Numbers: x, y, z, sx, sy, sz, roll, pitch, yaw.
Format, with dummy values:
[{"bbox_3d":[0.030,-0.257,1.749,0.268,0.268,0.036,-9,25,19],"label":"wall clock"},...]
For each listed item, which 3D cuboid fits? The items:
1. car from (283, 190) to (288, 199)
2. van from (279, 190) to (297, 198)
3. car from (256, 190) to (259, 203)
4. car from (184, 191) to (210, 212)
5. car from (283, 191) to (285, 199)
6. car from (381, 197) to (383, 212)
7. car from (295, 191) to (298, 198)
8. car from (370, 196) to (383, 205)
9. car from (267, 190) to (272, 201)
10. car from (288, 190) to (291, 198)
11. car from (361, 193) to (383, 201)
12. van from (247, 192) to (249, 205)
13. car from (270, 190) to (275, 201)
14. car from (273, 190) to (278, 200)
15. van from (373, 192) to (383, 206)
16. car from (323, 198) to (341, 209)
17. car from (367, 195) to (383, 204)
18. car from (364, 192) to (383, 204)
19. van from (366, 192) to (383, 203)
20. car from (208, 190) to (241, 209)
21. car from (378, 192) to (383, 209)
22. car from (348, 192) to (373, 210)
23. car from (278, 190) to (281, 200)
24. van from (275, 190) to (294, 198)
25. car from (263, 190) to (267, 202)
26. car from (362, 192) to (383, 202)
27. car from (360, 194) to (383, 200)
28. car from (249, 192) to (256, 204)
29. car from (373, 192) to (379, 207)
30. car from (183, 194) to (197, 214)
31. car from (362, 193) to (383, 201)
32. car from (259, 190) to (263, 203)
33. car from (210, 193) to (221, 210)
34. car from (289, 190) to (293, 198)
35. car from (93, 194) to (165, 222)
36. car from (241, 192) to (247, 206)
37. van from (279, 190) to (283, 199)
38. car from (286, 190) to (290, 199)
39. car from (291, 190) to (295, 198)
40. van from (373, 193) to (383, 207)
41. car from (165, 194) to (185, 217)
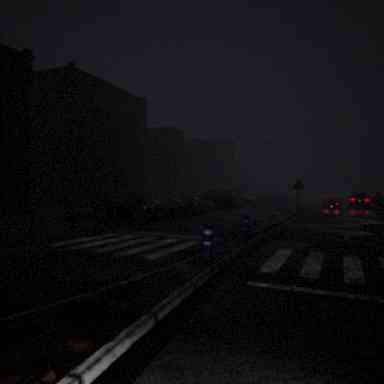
[{"bbox_3d":[16.913,0.843,70.824,5.366,1.575,1.946,1,1,24],"label":"car"},{"bbox_3d":[26.110,0.590,90.870,4.442,1.987,1.878,1,1,24],"label":"van"},{"bbox_3d":[6.781,0.842,48.171,4.553,1.767,2.185,1,1,24],"label":"car"},{"bbox_3d":[-1.156,0.977,30.573,4.553,1.767,2.185,1,1,24],"label":"car"},{"bbox_3d":[15.941,0.899,68.236,4.674,1.452,2.002,1,1,24],"label":"car"},{"bbox_3d":[23.459,1.460,35.616,5.366,1.575,1.946,1,1,24],"label":"car"},{"bbox_3d":[22.767,0.571,83.304,5.566,2.045,2.435,1,1,24],"label":"car"},{"bbox_3d":[31.408,1.375,53.508,4.674,1.452,2.002,1,1,24],"label":"car"},{"bbox_3d":[10.237,0.921,55.686,4.892,1.521,2.231,1,1,24],"label":"car"},{"bbox_3d":[19.337,0.865,75.779,4.792,1.488,2.163,1,1,24],"label":"car"},{"bbox_3d":[44.011,1.128,81.221,4.553,1.767,2.185,1,1,24],"label":"car"},{"bbox_3d":[4.634,0.783,43.089,4.442,1.987,1.878,1,1,24],"label":"van"},{"bbox_3d":[11.379,0.906,58.196,4.892,1.521,2.231,1,1,24],"label":"car"},{"bbox_3d":[12.521,0.893,60.706,4.892,1.521,2.231,1,1,24],"label":"car"},{"bbox_3d":[30.317,1.127,50.812,4.442,1.987,1.878,1,1,24],"label":"van"},{"bbox_3d":[17.623,1.382,41.722,1.895,1.301,4.718,1,1,25],"label":"car"},{"bbox_3d":[33.658,1.312,58.453,4.892,1.521,2.231,1,1,24],"label":"car"},{"bbox_3d":[34.796,1.048,60.989,5.566,2.045,2.435,1,1,24],"label":"car"},{"bbox_3d":[35.867,1.062,63.553,4.442,1.987,1.878,1,1,24],"label":"van"},{"bbox_3d":[2.218,0.794,38.129,5.566,2.045,2.435,1,1,24],"label":"car"},{"bbox_3d":[22.168,1.230,33.147,5.566,2.045,2.435,1,1,24],"label":"car"},{"bbox_3d":[20.781,1.065,41.397,2.150,2.045,5.566,1,1,25],"label":"car"},{"bbox_3d":[13.662,0.881,63.214,4.892,1.521,2.231,1,1,24],"label":"car"},{"bbox_3d":[23.828,0.592,85.851,4.442,1.987,1.878,1,1,24],"label":"van"},{"bbox_3d":[9.121,0.809,53.165,4.553,1.767,2.185,1,1,24],"label":"car"},{"bbox_3d":[38.253,1.022,68.573,5.566,2.045,2.435,1,1,24],"label":"car"},{"bbox_3d":[45.194,1.255,83.735,4.892,1.521,2.231,1,1,25],"label":"car"},{"bbox_3d":[5.660,0.987,45.653,5.008,1.535,2.097,1,1,24],"label":"car"},{"bbox_3d":[27.931,1.132,45.791,5.566,2.045,2.435,1,1,24],"label":"car"},{"bbox_3d":[-2.327,1.155,28.077,4.674,1.452,2.002,1,1,24],"label":"car"},{"bbox_3d":[42.858,1.130,78.691,4.553,1.767,2.185,1,1,24],"label":"car"},{"bbox_3d":[7.922,0.825,50.680,4.553,1.767,2.185,1,1,24],"label":"car"},{"bbox_3d":[-0.049,1.087,33.105,4.892,1.521,2.231,1,1,24],"label":"car"},{"bbox_3d":[20.502,0.870,78.277,4.674,1.452,2.002,1,1,24],"label":"car"},{"bbox_3d":[-4.583,1.012,23.040,4.553,1.767,2.185,1,1,24],"label":"car"},{"bbox_3d":[3.550,1.027,40.554,5.366,1.575,1.946,1,1,24],"label":"car"},{"bbox_3d":[14.960,0.645,65.788,4.442,1.987,1.878,1,1,24],"label":"van"},{"bbox_3d":[18.228,0.843,73.253,4.892,1.521,2.231,1,1,24],"label":"car"},{"bbox_3d":[21.642,0.825,80.788,5.008,1.535,2.097,1,1,24],"label":"car"},{"bbox_3d":[28.952,1.137,48.382,4.442,1.987,1.878,1,1,24],"label":"van"},{"bbox_3d":[-3.475,1.128,25.572,5.008,1.535,2.097,1,1,24],"label":"car"}]
